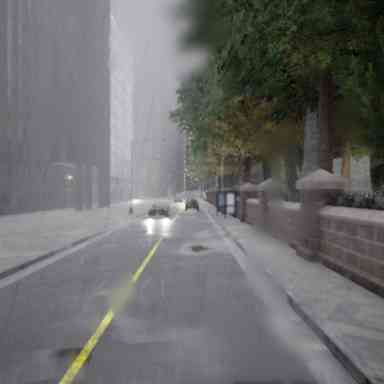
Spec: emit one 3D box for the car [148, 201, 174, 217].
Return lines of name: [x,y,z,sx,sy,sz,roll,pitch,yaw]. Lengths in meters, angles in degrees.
car: [-3.119,1.716,32.323,1.895,1.301,4.718,0,0,0]

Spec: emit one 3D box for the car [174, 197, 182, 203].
car: [-3.054,1.745,72.955,2.033,1.411,5.357,0,0,0]

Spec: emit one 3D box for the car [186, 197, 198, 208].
car: [-0.039,1.683,53.527,1.882,1.535,5.008,0,0,0]

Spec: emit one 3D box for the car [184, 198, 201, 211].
car: [0.019,1.663,42.655,1.837,1.490,4.892,0,0,0]

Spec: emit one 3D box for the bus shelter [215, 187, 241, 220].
bus shelter: [3.115,0.978,29.486,1.920,2.740,3.880,0,0,0]
